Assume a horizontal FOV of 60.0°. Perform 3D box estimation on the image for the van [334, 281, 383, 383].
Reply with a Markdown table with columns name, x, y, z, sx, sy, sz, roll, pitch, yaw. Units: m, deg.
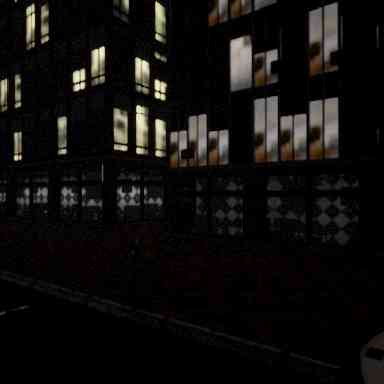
| name | x | y | z | sx | sy | sz | roll | pitch | yaw |
| --- | --- | --- | --- | --- | --- | --- | --- | --- | --- |
| van | 2.538 | 1.344 | 1.073 | 3.998 | 1.788 | 1.690 | 0 | 0 | 35 |
